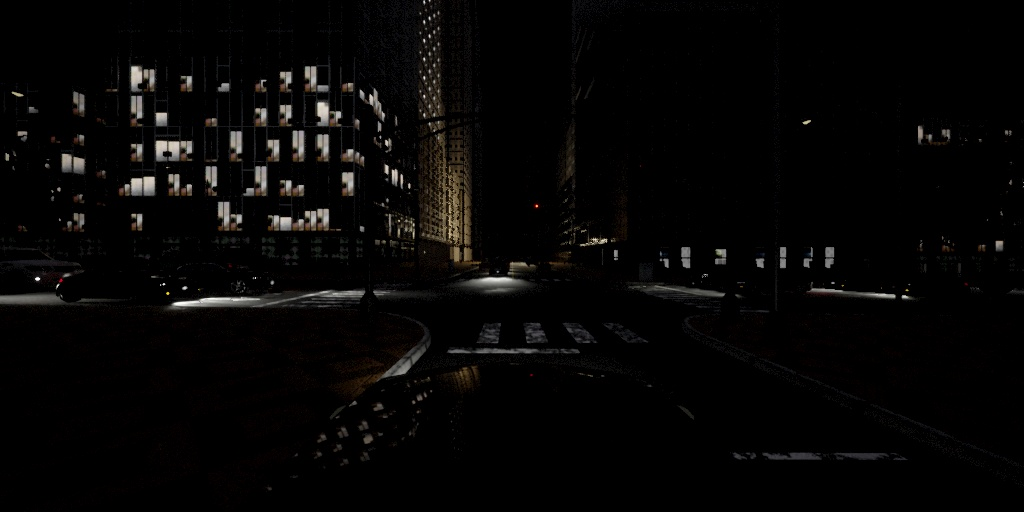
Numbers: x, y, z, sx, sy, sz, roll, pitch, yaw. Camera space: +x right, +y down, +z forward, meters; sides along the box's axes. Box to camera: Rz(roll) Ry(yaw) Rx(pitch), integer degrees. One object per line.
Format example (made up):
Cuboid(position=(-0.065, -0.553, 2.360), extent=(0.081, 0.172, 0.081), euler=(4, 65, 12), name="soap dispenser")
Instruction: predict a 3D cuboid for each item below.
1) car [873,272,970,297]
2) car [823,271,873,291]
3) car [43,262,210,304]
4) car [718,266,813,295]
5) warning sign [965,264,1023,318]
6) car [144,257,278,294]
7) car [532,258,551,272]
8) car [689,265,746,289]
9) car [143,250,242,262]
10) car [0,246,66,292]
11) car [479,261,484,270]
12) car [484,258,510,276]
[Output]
Cuboid(position=(26.045, 1.805, 22.688), extent=(4.181, 1.385, 1.994), euler=(1, 0, -3), name="car")
Cuboid(position=(25.028, 1.785, 25.913), extent=(4.181, 1.385, 1.994), euler=(1, 0, -5), name="car")
Cuboid(position=(-15.036, 1.063, 14.217), extent=(4.181, 1.385, 1.994), euler=(1, 0, -2), name="car")
Cuboid(position=(15.869, 1.564, 22.260), extent=(4.892, 1.490, 1.837), euler=(1, 0, -4), name="car")
Cuboid(position=(17.313, 1.204, 12.853), extent=(1.060, 1.860, 1.300), euler=(0, 0, -2), name="warning sign")
Cuboid(position=(-14.236, 1.004, 17.513), extent=(4.902, 1.511, 2.128), euler=(1, 0, -3), name="car")
Cuboid(position=(4.082, 1.329, 46.701), extent=(1.948, 1.339, 4.313), euler=(0, 0, 0), name="car")
Cuboid(position=(15.079, 1.396, 25.468), extent=(4.553, 1.767, 2.097), euler=(1, 0, -3), name="car")
Cuboid(position=(-18.541, 0.655, 20.760), extent=(5.566, 2.045, 2.150), euler=(1, 0, -3), name="car")
Cuboid(position=(-24.075, 0.553, 17.081), extent=(5.566, 2.045, 2.150), euler=(1, 0, -2), name="car")
Cuboid(position=(-3.852, 1.343, 52.222), extent=(1.802, 1.307, 4.207), euler=(0, 0, 0), name="car")
Cuboid(position=(-1.372, 1.259, 37.140), extent=(2.128, 1.511, 4.902), euler=(0, 0, 0), name="car")
